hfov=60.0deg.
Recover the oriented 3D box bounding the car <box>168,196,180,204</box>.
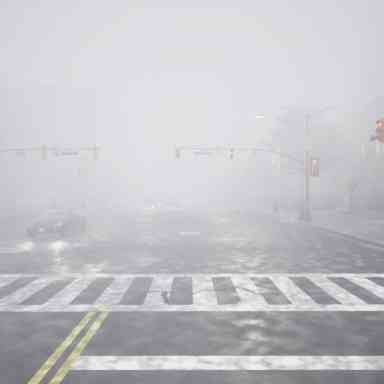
[{"bbox_3d":[-3.483,1.547,65.865,2.033,1.411,5.357,0,0,0],"label":"car"}]

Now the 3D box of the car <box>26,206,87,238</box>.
[{"bbox_3d":[-7.050,1.524,17.883,1.812,1.442,4.674,0,0,0],"label":"car"}]

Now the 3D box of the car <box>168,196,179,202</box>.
[{"bbox_3d":[-4.222,1.553,75.847,1.994,1.385,4.181,0,0,-10],"label":"car"}]

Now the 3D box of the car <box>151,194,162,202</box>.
[{"bbox_3d":[-8.366,1.355,77.970,2.097,1.767,4.553,0,0,-14],"label":"car"}]

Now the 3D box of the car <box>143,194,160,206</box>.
[{"bbox_3d":[-6.993,1.505,55.858,1.837,1.490,4.892,0,0,0],"label":"car"}]

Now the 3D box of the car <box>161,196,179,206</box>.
[{"bbox_3d":[-3.491,1.547,55.854,2.033,1.411,5.357,0,0,0],"label":"car"}]
